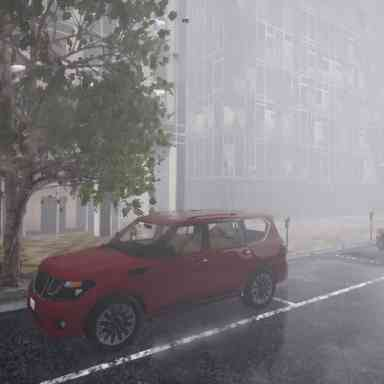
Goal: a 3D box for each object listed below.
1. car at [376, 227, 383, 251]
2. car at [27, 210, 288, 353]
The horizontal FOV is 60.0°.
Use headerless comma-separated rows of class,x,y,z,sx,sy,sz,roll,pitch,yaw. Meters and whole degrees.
car,8.900,1.548,12.932,4.507,1.381,1.887,0,1,-36
car,-0.296,1.316,6.341,5.009,1.841,2.192,0,1,-36
